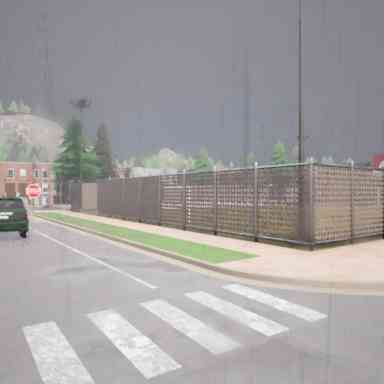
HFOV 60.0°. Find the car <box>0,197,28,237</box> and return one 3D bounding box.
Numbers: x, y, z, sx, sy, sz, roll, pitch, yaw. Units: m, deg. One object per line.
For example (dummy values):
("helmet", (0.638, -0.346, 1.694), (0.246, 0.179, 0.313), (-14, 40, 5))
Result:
("car", (-10.070, 1.255, 17.326), (2.150, 2.045, 5.566), (1, -1, -35))
